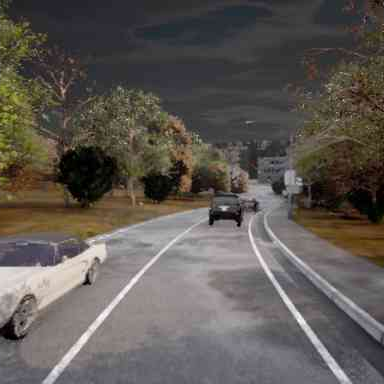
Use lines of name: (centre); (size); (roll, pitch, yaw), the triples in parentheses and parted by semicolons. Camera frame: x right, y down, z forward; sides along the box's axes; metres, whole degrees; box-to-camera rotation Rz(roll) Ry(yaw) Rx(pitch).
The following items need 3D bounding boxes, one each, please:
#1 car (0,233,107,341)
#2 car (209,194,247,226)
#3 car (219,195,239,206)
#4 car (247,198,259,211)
car: (-3.308, 1.564, 6.601); (1.895, 1.301, 4.718); (0, 0, 4)
car: (2.542, 1.201, 23.717); (2.150, 2.045, 5.566); (1, 0, 11)
car: (5.298, 1.158, 47.258); (1.812, 1.442, 4.674); (2, 0, 19)
car: (7.301, 1.504, 41.700); (2.128, 1.511, 4.902); (2, 0, 18)
